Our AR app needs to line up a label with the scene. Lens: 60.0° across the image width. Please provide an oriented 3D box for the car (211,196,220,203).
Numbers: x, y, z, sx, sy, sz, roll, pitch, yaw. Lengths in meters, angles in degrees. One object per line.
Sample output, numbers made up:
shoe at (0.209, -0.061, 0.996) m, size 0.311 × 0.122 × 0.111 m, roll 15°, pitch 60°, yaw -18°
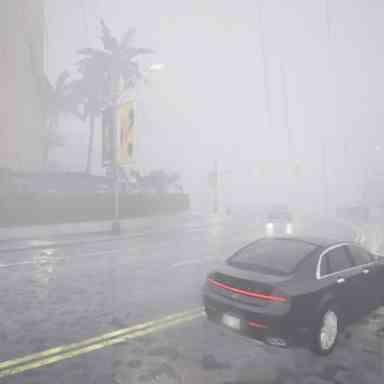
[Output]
car at (6.166, 1.962, 88.188) m, size 2.185 × 1.767 × 4.553 m, roll 0°, pitch 0°, yaw 0°

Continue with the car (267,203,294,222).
car at (7.605, 1.730, 28.678) m, size 1.837 × 1.490 × 4.892 m, roll 0°, pitch -1°, yaw 15°

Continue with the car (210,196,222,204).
car at (6.246, 2.045, 81.761) m, size 2.097 × 1.535 × 5.008 m, roll 0°, pitch 0°, yaw 0°

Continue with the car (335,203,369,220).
car at (15.217, 1.748, 31.820) m, size 1.882 × 1.535 × 5.008 m, roll 0°, pitch 0°, yaw 8°

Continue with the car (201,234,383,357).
car at (2.313, 1.556, 6.246) m, size 4.892 × 1.490 × 1.837 m, roll 1°, pitch 0°, yaw -43°
